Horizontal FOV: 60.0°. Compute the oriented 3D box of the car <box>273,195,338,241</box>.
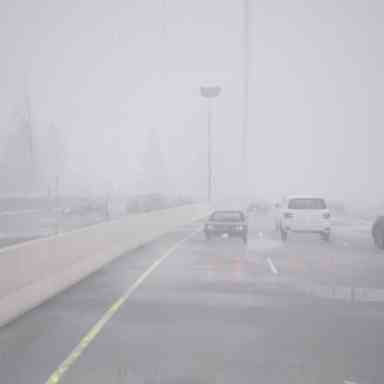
[{"bbox_3d":[5.474,1.179,16.833,2.150,2.045,5.566,0,0,11],"label":"car"}]

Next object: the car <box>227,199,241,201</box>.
[{"bbox_3d":[8.674,1.312,65.504,1.812,1.442,4.674,0,0,38],"label":"car"}]

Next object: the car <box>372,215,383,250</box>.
[{"bbox_3d":[8.003,1.210,10.935,2.150,2.045,5.566,0,0,8],"label":"car"}]

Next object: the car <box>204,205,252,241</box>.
[{"bbox_3d":[1.806,1.548,16.276,1.895,1.301,4.718,0,0,10],"label":"car"}]

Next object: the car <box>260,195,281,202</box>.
[{"bbox_3d":[16.404,1.270,69.353,2.033,1.411,5.357,0,0,41],"label":"car"}]

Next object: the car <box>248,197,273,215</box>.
[{"bbox_3d":[6.672,1.429,33.279,1.812,1.442,4.674,0,0,20],"label":"car"}]

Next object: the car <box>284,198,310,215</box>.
[{"bbox_3d":[10.922,1.406,34.396,2.128,1.511,4.902,0,0,23],"label":"car"}]

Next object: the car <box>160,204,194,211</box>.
[{"bbox_3d":[-0.991,1.368,33.196,2.128,1.511,4.902,0,0,20],"label":"car"}]

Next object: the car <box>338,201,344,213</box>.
[{"bbox_3d":[15.185,1.526,35.542,1.895,1.301,4.718,0,0,24],"label":"car"}]
